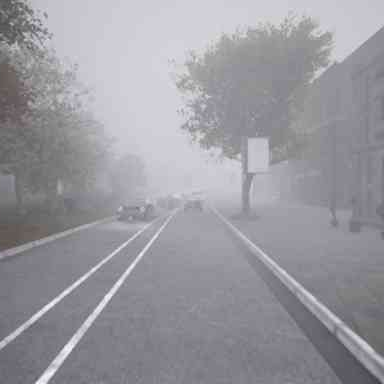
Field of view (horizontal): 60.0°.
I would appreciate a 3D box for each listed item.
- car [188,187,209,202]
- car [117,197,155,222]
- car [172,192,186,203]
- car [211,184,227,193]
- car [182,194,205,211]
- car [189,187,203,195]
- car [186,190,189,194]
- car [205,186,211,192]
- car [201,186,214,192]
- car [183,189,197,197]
[{"bbox_3d":[1.110,0.738,55.097,2.150,2.045,5.566,0,3,5],"label":"car"},{"bbox_3d":[-4.105,1.175,24.800,2.097,1.767,4.553,0,1,2],"label":"car"},{"bbox_3d":[-2.604,1.093,54.452,2.002,1.452,4.674,-2,3,4],"label":"car"},{"bbox_3d":[6.942,-0.658,85.478,1.812,1.442,4.674,0,3,18],"label":"car"},{"bbox_3d":[0.171,1.263,36.555,1.812,1.442,4.674,0,0,1],"label":"car"},{"bbox_3d":[0.964,-0.153,77.023,2.097,1.535,5.008,0,4,14],"label":"car"},{"bbox_3d":[-2.093,0.714,60.564,2.097,1.535,5.008,1,4,9],"label":"car"},{"bbox_3d":[2.357,-0.477,82.551,2.231,1.521,4.892,0,3,16],"label":"car"},{"bbox_3d":[4.177,-0.824,88.601,2.097,1.535,5.008,0,3,18],"label":"car"},{"bbox_3d":[-0.361,0.219,70.943,2.002,1.452,4.674,-1,3,12],"label":"car"}]
